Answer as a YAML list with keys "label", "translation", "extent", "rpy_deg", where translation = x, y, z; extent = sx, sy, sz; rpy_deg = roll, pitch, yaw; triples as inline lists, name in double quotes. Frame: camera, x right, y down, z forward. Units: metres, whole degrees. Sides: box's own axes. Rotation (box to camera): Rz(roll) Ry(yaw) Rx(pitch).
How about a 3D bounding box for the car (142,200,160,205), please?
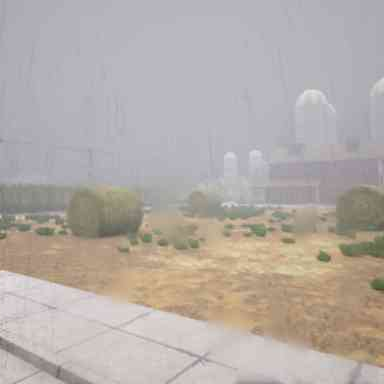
- label: "car"
  translation: [-7.546, 2.062, 59.439]
  extent: [1.994, 1.385, 4.181]
  rpy_deg: [-1, 0, 33]
